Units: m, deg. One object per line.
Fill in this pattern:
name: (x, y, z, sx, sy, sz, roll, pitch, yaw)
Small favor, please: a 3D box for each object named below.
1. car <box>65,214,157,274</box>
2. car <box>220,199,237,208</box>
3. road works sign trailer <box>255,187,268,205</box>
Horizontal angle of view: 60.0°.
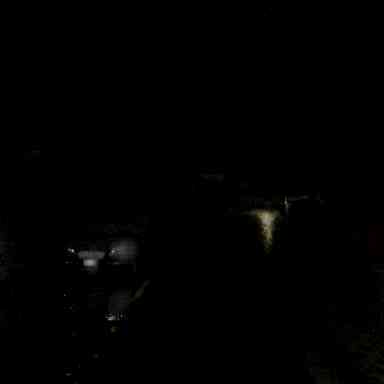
car: (-2.360, 1.505, 10.733, 2.128, 1.511, 4.902, 0, 0, 4)
car: (5.843, 1.764, 52.708, 2.033, 1.411, 5.357, 0, 0, 18)
road works sign trailer: (14.094, 0.763, 66.892, 2.380, 3.560, 2.880, 0, -1, 25)
